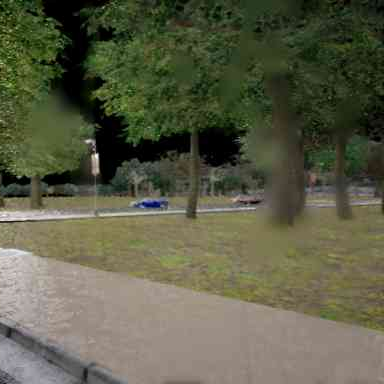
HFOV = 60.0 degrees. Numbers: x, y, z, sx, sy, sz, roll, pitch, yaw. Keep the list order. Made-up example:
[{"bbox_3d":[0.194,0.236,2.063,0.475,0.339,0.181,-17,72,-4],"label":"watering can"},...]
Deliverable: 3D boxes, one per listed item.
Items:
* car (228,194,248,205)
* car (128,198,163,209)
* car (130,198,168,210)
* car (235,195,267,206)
[{"bbox_3d":[8.468,1.278,57.490,4.553,1.767,2.097,-1,0,-29],"label":"car"},{"bbox_3d":[-6.870,1.631,49.237,4.674,1.442,1.812,-1,0,-29],"label":"car"},{"bbox_3d":[-5.737,1.576,46.154,5.008,1.535,1.882,-1,0,-29],"label":"car"},{"bbox_3d":[9.974,1.556,54.608,4.718,1.301,1.895,-1,0,-29],"label":"car"}]
